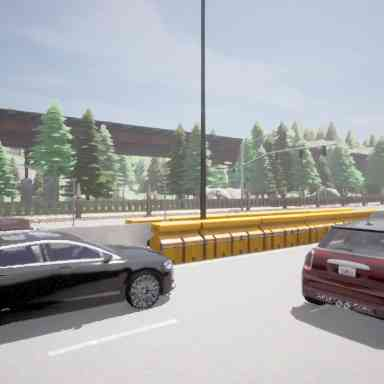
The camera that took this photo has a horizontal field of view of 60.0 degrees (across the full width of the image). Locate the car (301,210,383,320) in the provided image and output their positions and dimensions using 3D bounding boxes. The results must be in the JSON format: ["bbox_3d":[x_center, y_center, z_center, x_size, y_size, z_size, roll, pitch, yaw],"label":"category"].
[{"bbox_3d":[4.343,1.352,6.845,4.553,1.767,2.097,0,0,-36],"label":"car"}]

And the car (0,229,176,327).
[{"bbox_3d":[-2.616,1.493,6.180,4.902,1.511,2.128,0,0,-35],"label":"car"}]

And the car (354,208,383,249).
[{"bbox_3d":[9.354,1.505,14.719,4.892,1.490,1.837,0,0,-36],"label":"car"}]

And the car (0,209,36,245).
[{"bbox_3d":[-9.782,1.548,14.185,5.357,1.411,2.033,0,0,-35],"label":"car"}]
